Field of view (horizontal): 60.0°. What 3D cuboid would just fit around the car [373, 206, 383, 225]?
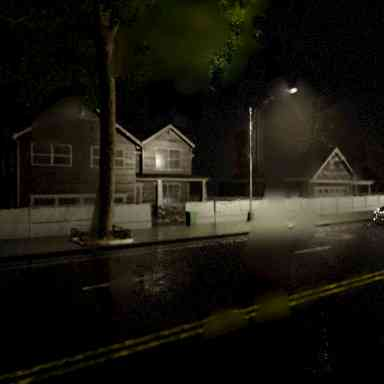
[{"bbox_3d":[12.736,1.069,19.660,4.553,1.767,2.097,-1,1,-33],"label":"car"}]
